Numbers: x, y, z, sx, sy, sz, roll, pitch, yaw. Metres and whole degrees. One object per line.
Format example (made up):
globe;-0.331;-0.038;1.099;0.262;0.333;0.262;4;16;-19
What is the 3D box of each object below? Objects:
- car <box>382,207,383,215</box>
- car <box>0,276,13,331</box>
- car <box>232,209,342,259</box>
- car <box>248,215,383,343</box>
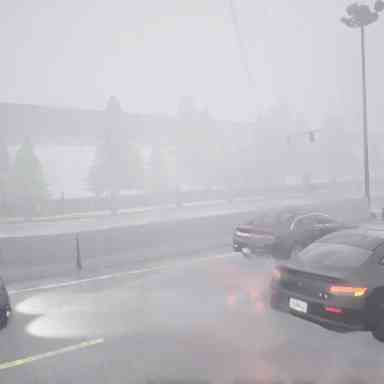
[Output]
car;10.946;0.820;15.953;4.892;1.490;1.837;-4;2;-36
car;-4.855;1.563;4.589;4.181;1.385;1.994;0;0;-36
car;3.456;1.305;10.557;4.902;1.511;2.128;-3;2;-36
car;3.414;1.426;6.213;4.674;1.442;1.812;-2;1;-36
